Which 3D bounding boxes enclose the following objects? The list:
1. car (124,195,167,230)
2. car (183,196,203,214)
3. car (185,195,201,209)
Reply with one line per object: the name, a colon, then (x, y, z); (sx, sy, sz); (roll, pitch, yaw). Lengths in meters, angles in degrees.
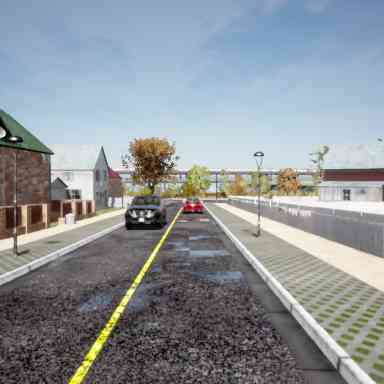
car: (-2.852, 1.213, 21.564); (2.150, 2.045, 5.566); (0, 0, 0)
car: (0.090, 1.345, 35.336); (2.097, 1.767, 4.553); (0, 0, 0)
car: (0.090, 1.353, 45.097); (2.097, 1.767, 4.553); (0, 0, 0)
